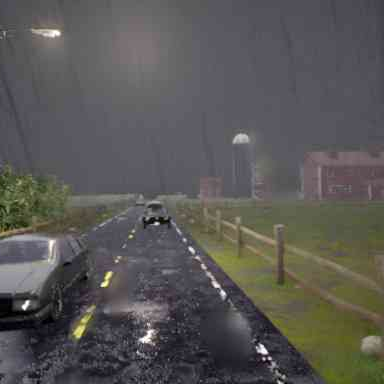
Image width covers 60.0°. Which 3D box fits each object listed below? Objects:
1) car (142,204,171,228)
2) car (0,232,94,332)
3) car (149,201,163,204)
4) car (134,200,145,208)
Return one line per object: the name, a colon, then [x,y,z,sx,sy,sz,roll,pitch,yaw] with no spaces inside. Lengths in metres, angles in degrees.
car: [-2.539,1.793,23.880,1.895,1.301,4.718,-1,0,-6]
car: [-3.503,1.664,7.508,2.033,1.411,5.357,-1,0,-7]
car: [-4.642,1.834,42.050,1.882,1.535,5.008,-1,-1,-6]
car: [-9.975,2.217,63.562,1.994,1.385,4.181,-1,-1,-6]
